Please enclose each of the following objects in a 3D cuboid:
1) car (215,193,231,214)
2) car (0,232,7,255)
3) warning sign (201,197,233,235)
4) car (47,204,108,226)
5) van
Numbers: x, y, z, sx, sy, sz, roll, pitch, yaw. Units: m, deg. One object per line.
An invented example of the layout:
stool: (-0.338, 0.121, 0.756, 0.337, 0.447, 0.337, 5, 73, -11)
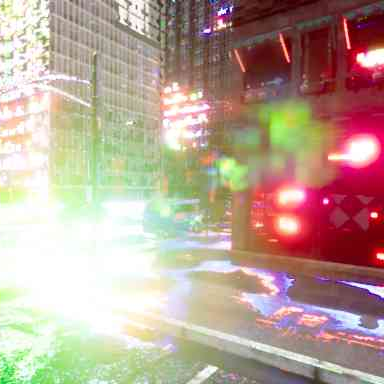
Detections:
car: (3.349, 1.152, 34.371, 2.150, 2.045, 5.566, 1, 1, 35)
car: (-7.806, 1.610, 10.608, 1.994, 1.385, 4.181, 0, 1, -2)
warning sign: (1.316, 1.187, 17.397, 1.300, 1.860, 1.060, 1, 0, 35)
car: (-7.804, 1.489, 23.140, 1.947, 1.339, 4.313, 1, 1, 35)
van: (-0.967, 1.381, 18.288, 1.690, 1.788, 3.998, 1, 1, 35)
